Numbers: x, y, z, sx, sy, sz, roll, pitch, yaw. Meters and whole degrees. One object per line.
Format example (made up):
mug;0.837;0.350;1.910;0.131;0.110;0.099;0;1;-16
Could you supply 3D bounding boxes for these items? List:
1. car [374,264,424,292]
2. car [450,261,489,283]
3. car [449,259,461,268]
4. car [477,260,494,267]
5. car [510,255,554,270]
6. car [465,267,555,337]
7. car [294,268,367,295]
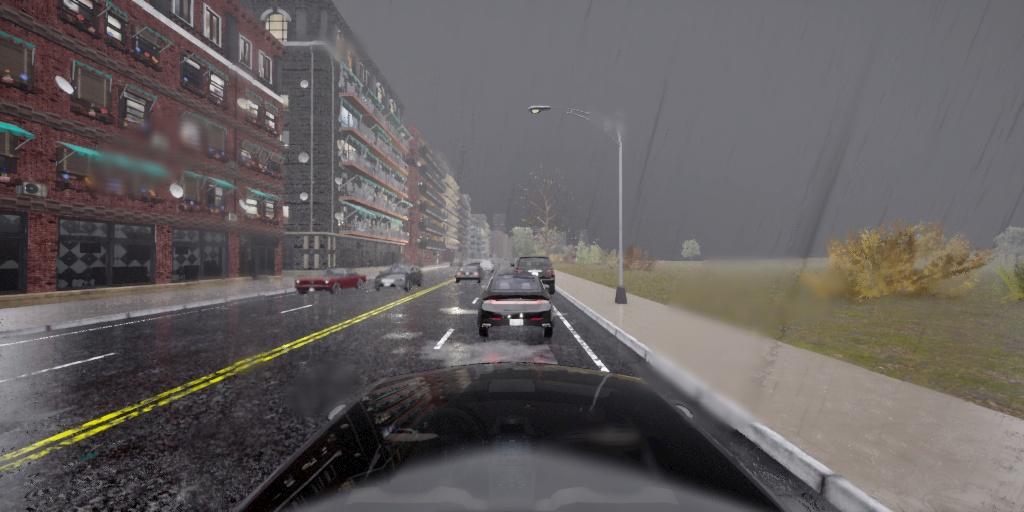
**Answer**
car;-6.619;1.244;21.465;2.128;1.511;4.902;0;0;0
car;-3.168;1.299;27.799;2.033;1.411;5.357;0;0;0
car;-9.870;1.254;63.244;1.837;1.490;4.892;0;0;0
car;-3.193;1.277;44.346;1.812;1.442;4.674;0;0;0
car;1.120;0.977;20.174;2.150;2.045;5.566;0;0;0
car;0.092;1.243;10.303;2.128;1.511;4.902;0;0;0
car;-9.866;1.353;19.865;1.895;1.301;4.718;0;0;0
